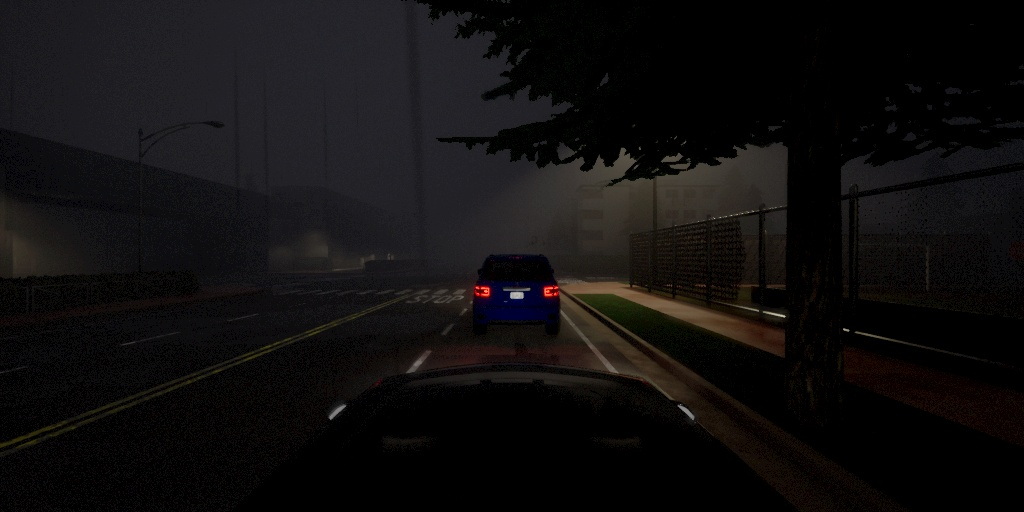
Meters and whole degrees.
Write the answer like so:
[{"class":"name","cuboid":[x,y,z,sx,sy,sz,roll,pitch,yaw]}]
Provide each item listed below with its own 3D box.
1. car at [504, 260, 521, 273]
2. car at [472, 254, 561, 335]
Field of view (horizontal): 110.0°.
[{"class":"car","cuboid":[0.025,1.242,45.548,2.128,1.511,4.902,0,0,0]},{"class":"car","cuboid":[0.115,0.972,10.673,2.150,2.045,5.566,0,0,0]}]
